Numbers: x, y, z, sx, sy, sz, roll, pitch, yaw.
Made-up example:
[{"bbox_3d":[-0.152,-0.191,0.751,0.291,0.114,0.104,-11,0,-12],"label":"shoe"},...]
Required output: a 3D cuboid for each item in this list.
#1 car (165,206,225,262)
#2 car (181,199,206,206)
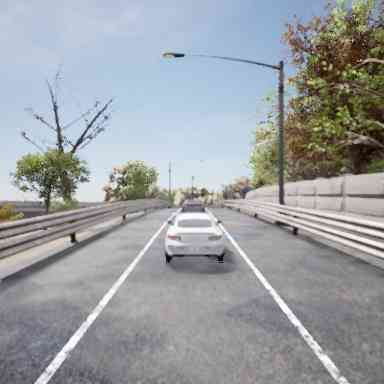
[{"bbox_3d":[0.086,1.418,11.586,1.812,1.442,4.674,0,1,0],"label":"car"},{"bbox_3d":[0.125,1.316,27.526,2.128,1.511,4.902,0,0,1],"label":"car"}]
